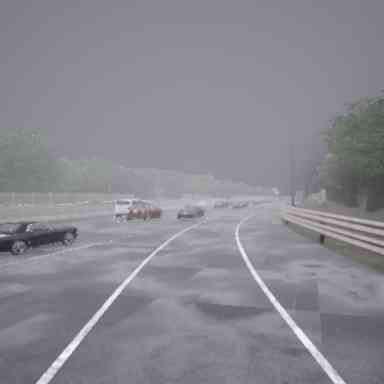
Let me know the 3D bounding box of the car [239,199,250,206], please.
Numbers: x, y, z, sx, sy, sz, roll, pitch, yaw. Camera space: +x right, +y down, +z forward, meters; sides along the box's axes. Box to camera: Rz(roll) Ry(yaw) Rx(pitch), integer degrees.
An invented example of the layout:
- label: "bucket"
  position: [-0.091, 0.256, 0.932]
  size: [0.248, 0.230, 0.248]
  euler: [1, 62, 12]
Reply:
- label: "car"
  position: [12.888, 2.538, 81.722]
  size: [1.812, 1.442, 4.674]
  euler: [-1, -1, 20]

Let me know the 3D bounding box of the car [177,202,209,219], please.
- label: "car"
  position: [-0.028, 2.106, 35.183]
  size: [1.994, 1.385, 4.181]
  euler: [-1, -1, 20]

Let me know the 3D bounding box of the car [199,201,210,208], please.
- label: "car"
  position: [2.160, 2.379, 62.105]
  size: [1.812, 1.442, 4.674]
  euler: [-1, -1, 20]

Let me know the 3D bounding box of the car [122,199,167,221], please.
- label: "car"
  position: [-4.551, 1.901, 32.935]
  size: [2.097, 1.767, 4.553]
  euler: [-1, -1, 20]

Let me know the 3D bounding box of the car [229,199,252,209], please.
- label: "car"
  position: [8.751, 2.320, 59.748]
  size: [2.033, 1.411, 5.357]
  euler: [-1, -1, 20]

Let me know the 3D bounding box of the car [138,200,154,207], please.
- label: "car"
  position: [-10.738, 2.672, 78.009]
  size: [1.812, 1.442, 4.674]
  euler: [-1, -1, 20]

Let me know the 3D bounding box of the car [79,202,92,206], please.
- label: "car"
  position: [-19.492, 2.588, 63.921]
  size: [2.033, 1.411, 5.357]
  euler: [-1, -1, 20]

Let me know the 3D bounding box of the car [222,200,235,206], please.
- label: "car"
  position: [8.918, 2.574, 81.014]
  size: [2.033, 1.411, 5.357]
  euler: [-1, -1, 20]

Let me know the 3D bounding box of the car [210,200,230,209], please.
- label: "car"
  position: [5.458, 2.304, 60.935]
  size: [2.128, 1.511, 4.902]
  euler: [-1, -1, 20]

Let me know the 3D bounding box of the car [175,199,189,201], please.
- label: "car"
  position: [-2.093, 2.751, 91.800]
  size: [1.837, 1.490, 4.892]
  euler: [-1, -1, 20]

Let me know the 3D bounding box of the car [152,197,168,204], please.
- label: "car"
  position: [-8.901, 2.410, 93.563]
  size: [2.150, 2.045, 5.566]
  euler: [-1, -1, 20]

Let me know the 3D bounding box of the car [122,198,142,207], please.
- label: "car"
  position: [-14.206, 2.409, 78.718]
  size: [2.150, 2.045, 5.566]
  euler: [-1, -1, 20]

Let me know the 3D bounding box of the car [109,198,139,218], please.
- label: "car"
  position: [-6.603, 1.844, 37.593]
  size: [2.150, 2.045, 5.566]
  euler: [-1, -1, 20]

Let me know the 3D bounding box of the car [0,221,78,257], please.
- label: "car"
  position: [-7.284, 1.954, 14.883]
  size: [1.895, 1.301, 4.718]
  euler: [-1, -1, 20]

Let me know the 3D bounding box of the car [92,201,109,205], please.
- label: "car"
  position: [-16.040, 2.510, 63.213]
  size: [2.128, 1.511, 4.902]
  euler: [-1, -1, 20]

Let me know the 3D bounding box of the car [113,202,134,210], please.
- label: "car"
  position: [-12.707, 2.532, 62.152]
  size: [1.994, 1.385, 4.181]
  euler: [-1, -1, 20]

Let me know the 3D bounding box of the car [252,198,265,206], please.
- label: "car"
  position: [15.509, 2.478, 78.658]
  size: [1.812, 1.442, 4.674]
  euler: [-1, -1, 20]

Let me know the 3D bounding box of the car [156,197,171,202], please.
- label: "car"
  position: [-7.395, 2.634, 76.965]
  size: [2.128, 1.511, 4.902]
  euler: [-1, -1, 20]
